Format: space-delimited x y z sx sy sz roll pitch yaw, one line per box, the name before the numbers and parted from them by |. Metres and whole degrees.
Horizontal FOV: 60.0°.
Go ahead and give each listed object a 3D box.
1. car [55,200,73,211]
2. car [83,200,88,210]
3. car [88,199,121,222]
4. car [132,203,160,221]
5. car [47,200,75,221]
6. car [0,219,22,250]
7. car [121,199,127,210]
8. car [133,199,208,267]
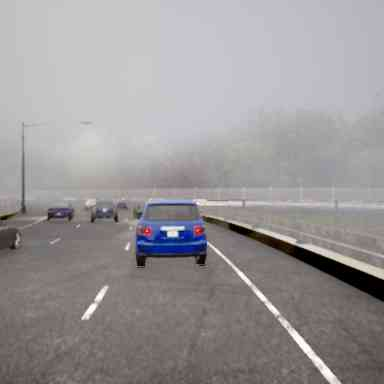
car | -17.395 1.795 45.147 1.994 1.385 4.181 0 0 -25
car | -13.833 1.742 45.815 1.812 1.442 4.674 0 0 -24
car | -7.400 1.480 28.130 2.097 1.767 4.553 0 0 -15
car | -4.181 1.720 29.822 1.895 1.301 4.718 0 0 -15
car | -11.405 1.628 29.191 1.882 1.535 5.008 0 0 -16
car | -7.790 1.581 11.915 1.837 1.490 4.892 0 0 -7
car | -10.425 1.729 46.742 1.812 1.442 4.674 0 0 -24
car | -0.799 1.265 11.871 2.150 2.045 5.566 0 0 -6
